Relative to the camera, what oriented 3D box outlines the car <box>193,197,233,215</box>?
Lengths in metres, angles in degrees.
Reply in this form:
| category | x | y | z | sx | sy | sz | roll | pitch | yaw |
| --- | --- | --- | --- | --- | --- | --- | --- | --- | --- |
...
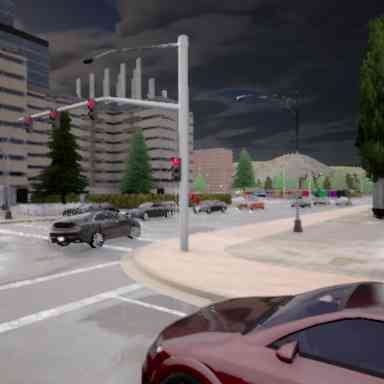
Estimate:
| category | x | y | z | sx | sy | sz | roll | pitch | yaw |
| --- | --- | --- | --- | --- | --- | --- | --- | --- | --- |
| car | 1.984 | 1.584 | 36.020 | 2.128 | 1.511 | 4.902 | 0 | 0 | 36 |

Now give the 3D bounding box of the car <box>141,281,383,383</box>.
| category | x | y | z | sx | sy | sz | roll | pitch | yaw |
| --- | --- | --- | --- | --- | --- | --- | --- | --- | --- |
| car | 1.539 | 1.565 | 2.950 | 4.181 | 1.385 | 1.994 | -1 | 0 | 35 |

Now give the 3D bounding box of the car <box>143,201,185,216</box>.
| category | x | y | z | sx | sy | sz | roll | pitch | yaw |
| --- | --- | --- | --- | --- | --- | --- | --- | --- | --- |
| car | -2.878 | 1.709 | 35.290 | 1.895 | 1.301 | 4.718 | 0 | 0 | 36 |

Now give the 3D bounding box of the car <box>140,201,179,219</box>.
| category | x | y | z | sx | sy | sz | roll | pitch | yaw |
| --- | --- | --- | --- | --- | --- | --- | --- | --- | --- |
| car | -3.555 | 1.597 | 28.415 | 1.837 | 1.490 | 4.892 | 0 | 0 | 36 |

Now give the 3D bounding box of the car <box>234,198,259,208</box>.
| category | x | y | z | sx | sy | sz | roll | pitch | yaw |
| --- | --- | --- | --- | --- | --- | --- | --- | --- | --- |
| car | 8.366 | 1.674 | 50.671 | 1.994 | 1.385 | 4.181 | 0 | 0 | 36 |

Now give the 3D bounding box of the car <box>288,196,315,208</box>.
| category | x | y | z | sx | sy | sz | roll | pitch | yaw |
| --- | --- | --- | --- | --- | --- | --- | --- | --- | --- |
| car | 16.147 | 1.641 | 49.179 | 1.994 | 1.385 | 4.181 | 0 | 0 | 36 |

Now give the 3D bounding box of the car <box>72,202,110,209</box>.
| category | x | y | z | sx | sy | sz | roll | pitch | yaw |
| --- | --- | --- | --- | --- | --- | --- | --- | --- | --- |
| car | -8.375 | 1.585 | 27.741 | 1.882 | 1.535 | 5.008 | 0 | 0 | 36 |

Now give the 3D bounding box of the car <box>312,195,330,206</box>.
| category | x | y | z | sx | sy | sz | roll | pitch | yaw |
| --- | --- | --- | --- | --- | --- | --- | --- | --- | --- |
| car | 22.634 | 1.678 | 58.099 | 1.895 | 1.301 | 4.718 | 0 | 0 | 36 |

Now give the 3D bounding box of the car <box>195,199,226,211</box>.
| category | x | y | z | sx | sy | sz | roll | pitch | yaw |
| --- | --- | --- | --- | --- | --- | --- | --- | --- | --- |
| car | 2.466 | 1.673 | 42.616 | 1.994 | 1.385 | 4.181 | 0 | 0 | 36 |

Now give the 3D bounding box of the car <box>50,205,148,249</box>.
| category | x | y | z | sx | sy | sz | roll | pitch | yaw |
| --- | --- | --- | --- | --- | --- | --- | --- | --- | --- |
| car | -4.149 | 1.562 | 15.074 | 1.837 | 1.490 | 4.892 | -3 | -1 | 22 |

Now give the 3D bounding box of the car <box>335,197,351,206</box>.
| category | x | y | z | sx | sy | sz | roll | pitch | yaw |
| --- | --- | --- | --- | --- | --- | --- | --- | --- | --- |
| car | 25.455 | 1.587 | 56.029 | 1.812 | 1.442 | 4.674 | 0 | 0 | 36 |

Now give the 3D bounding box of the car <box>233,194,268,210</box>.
| category | x | y | z | sx | sy | sz | roll | pitch | yaw |
| --- | --- | --- | --- | --- | --- | --- | --- | --- | --- |
| car | 7.814 | 1.445 | 44.004 | 2.097 | 1.767 | 4.553 | 0 | 0 | 36 |
